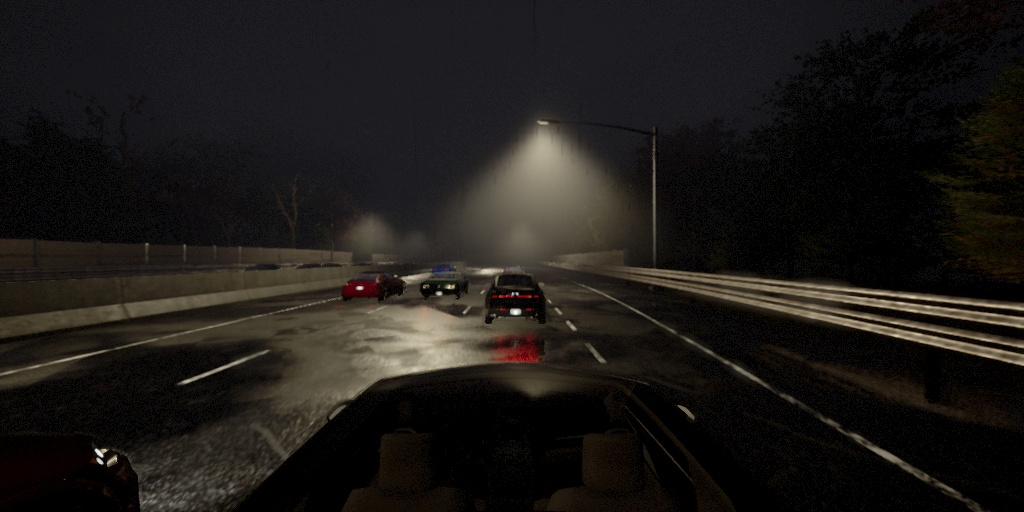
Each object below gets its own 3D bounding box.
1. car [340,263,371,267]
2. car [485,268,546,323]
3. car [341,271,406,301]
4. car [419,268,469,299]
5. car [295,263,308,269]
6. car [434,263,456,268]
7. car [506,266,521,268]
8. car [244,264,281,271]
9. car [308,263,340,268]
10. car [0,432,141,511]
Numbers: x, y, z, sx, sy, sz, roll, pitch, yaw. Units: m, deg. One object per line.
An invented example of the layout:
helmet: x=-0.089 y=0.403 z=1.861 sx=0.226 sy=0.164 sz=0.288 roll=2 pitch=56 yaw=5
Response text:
car: x=-17.573 y=1.577 z=41.662 sx=1.837 sy=1.490 sz=4.892 roll=0 pitch=-1 yaw=0
car: x=0.104 y=1.336 z=12.474 sx=1.837 sy=1.490 sz=4.892 roll=0 pitch=0 yaw=0
car: x=-6.896 y=1.441 z=18.260 sx=1.994 sy=1.385 sz=4.181 roll=0 pitch=0 yaw=0
car: x=-3.392 y=1.483 z=18.961 sx=1.895 sy=1.301 sz=4.718 roll=0 pitch=0 yaw=0
car: x=-24.562 y=1.614 z=43.557 sx=1.812 sy=1.442 sz=4.674 roll=0 pitch=-1 yaw=0
car: x=-6.889 y=1.508 z=36.868 sx=1.882 sy=1.535 sz=5.008 roll=0 pitch=0 yaw=0
car: x=0.110 y=1.526 z=30.790 sx=2.033 sy=1.411 sz=5.357 roll=0 pitch=0 yaw=0
car: x=-28.070 y=1.588 z=40.474 sx=1.812 sy=1.442 sz=4.674 roll=0 pitch=-1 yaw=0
car: x=-21.070 y=1.596 z=41.434 sx=1.812 sy=1.442 sz=4.674 roll=0 pitch=0 yaw=0
car: x=-3.401 y=1.305 z=0.547 sx=1.994 sy=1.385 sz=4.181 roll=0 pitch=0 yaw=0
